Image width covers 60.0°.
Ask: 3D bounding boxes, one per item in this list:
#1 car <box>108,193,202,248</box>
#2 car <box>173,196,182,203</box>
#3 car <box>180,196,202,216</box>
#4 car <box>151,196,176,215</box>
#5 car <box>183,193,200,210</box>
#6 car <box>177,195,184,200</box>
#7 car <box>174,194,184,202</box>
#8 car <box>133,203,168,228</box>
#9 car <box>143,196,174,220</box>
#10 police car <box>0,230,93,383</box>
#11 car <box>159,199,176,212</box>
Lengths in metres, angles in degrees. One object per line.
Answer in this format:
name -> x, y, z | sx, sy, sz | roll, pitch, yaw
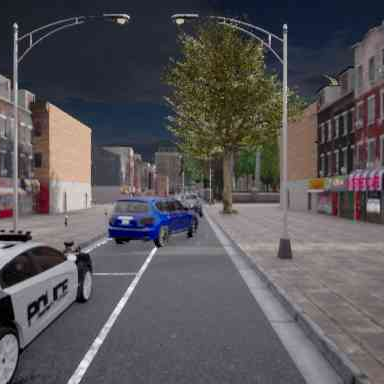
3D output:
car -> -1.546, 1.225, 15.121 | 2.150, 2.045, 5.566 | 1, 1, 21
car -> -3.067, 1.556, 72.386 | 1.752, 1.417, 4.829 | 0, 0, 0
car -> -0.104, 1.357, 32.829 | 2.097, 1.767, 4.553 | 0, 0, 0
car -> -2.834, 1.321, 34.391 | 2.192, 1.841, 5.009 | 0, 0, 0
car -> -0.161, 1.233, 44.872 | 2.150, 2.045, 5.566 | 0, 0, -1
car -> -3.188, 1.598, 93.635 | 2.008, 1.369, 4.403 | 0, 0, 0
car -> -3.102, 1.349, 77.825 | 2.192, 1.841, 5.009 | 0, 0, 0
car -> -2.770, 1.547, 23.168 | 1.887, 1.381, 4.507 | 0, 0, 0
car -> -2.802, 1.319, 28.779 | 2.192, 1.841, 5.009 | 0, 0, 0
police car -> -3.039, 1.425, 5.275 | 1.930, 1.638, 5.238 | 0, 0, 0
car -> -2.867, 1.590, 40.003 | 1.802, 1.307, 4.206 | 0, 0, 0
